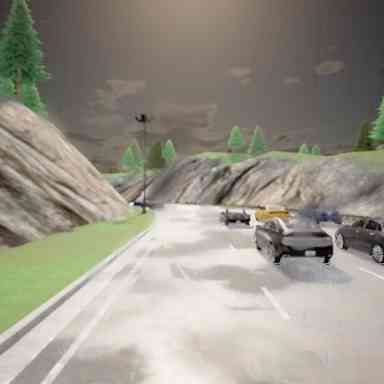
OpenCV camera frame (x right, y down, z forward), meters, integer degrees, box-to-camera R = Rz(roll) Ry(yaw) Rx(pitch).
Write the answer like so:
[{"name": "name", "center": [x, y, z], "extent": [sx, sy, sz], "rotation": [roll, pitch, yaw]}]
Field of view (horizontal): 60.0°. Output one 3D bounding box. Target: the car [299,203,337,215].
[{"name": "car", "center": [10.293, 1.690, 27.260], "extent": [2.097, 1.767, 4.553], "rotation": [0, -1, -3]}]

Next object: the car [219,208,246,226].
[{"name": "car", "center": [3.325, 1.931, 26.615], "extent": [1.895, 1.301, 4.718], "rotation": [0, -1, -2]}]

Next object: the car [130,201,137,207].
[{"name": "car", "center": [-10.677, 2.326, 68.564], "extent": [1.882, 1.535, 5.008], "rotation": [0, -1, -23]}]

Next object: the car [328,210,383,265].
[{"name": "car", "center": [7.041, 1.660, 12.345], "extent": [1.837, 1.490, 4.892], "rotation": [0, 0, 0]}]

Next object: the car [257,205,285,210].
[{"name": "car", "center": [6.736, 1.831, 28.483], "extent": [1.882, 1.535, 5.008], "rotation": [0, 0, -3]}]

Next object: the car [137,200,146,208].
[{"name": "car", "center": [-8.647, 2.290, 63.387], "extent": [1.837, 1.490, 4.892], "rotation": [0, -1, -20]}]

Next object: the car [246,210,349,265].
[{"name": "car", "center": [3.540, 1.646, 12.322], "extent": [2.128, 1.511, 4.902], "rotation": [0, -1, 0]}]

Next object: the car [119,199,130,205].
[{"name": "car", "center": [-16.974, 2.437, 83.760], "extent": [1.994, 1.385, 4.181], "rotation": [0, -1, -31]}]

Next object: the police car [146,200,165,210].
[{"name": "police car", "center": [-5.815, 2.102, 54.680], "extent": [1.930, 1.638, 5.238], "rotation": [0, -1, -16]}]
